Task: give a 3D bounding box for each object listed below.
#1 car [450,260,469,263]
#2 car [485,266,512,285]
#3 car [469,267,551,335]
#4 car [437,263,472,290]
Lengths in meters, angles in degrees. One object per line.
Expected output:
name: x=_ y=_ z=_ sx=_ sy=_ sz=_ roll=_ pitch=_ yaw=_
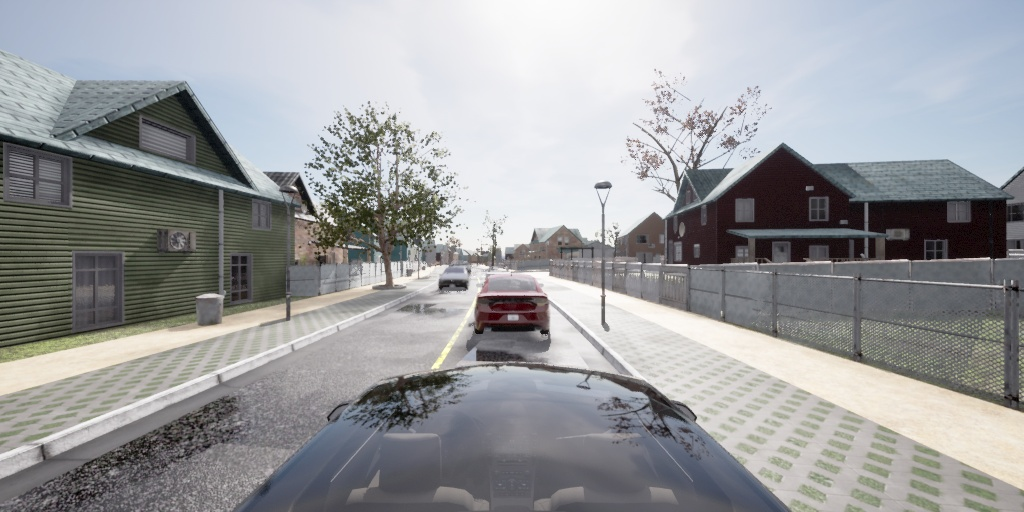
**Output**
car: x=-5.767 y=1.361 z=41.477 sx=2.097 sy=1.767 sz=4.553 roll=0 pitch=-1 yaw=-8
car: x=-1.175 y=1.490 z=28.675 sx=1.895 sy=1.301 sz=4.718 roll=0 pitch=-1 yaw=-6
car: x=-0.043 y=1.244 z=10.599 sx=1.882 sy=1.535 sz=5.008 roll=0 pitch=0 yaw=-2
car: x=-3.647 y=1.392 z=23.462 sx=2.033 sy=1.411 sz=5.357 roll=0 pitch=0 yaw=-4
